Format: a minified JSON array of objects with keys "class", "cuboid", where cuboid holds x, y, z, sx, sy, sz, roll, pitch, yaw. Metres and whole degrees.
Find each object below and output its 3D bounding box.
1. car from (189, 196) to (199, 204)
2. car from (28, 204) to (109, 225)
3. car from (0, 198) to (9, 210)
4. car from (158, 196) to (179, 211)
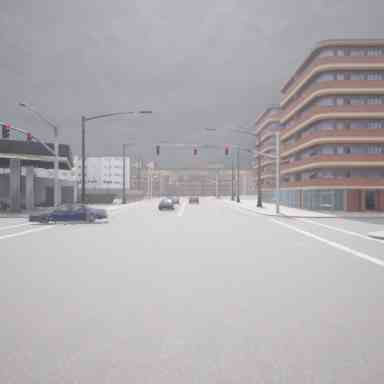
[{"class":"car","cuboid":[0.346,1.491,63.754,2.128,1.511,4.902,0,0,0]},{"class":"car","cuboid":[-8.734,1.547,23.972,5.357,1.411,2.033,0,0,-16]},{"class":"car","cuboid":[-23.943,1.456,39.446,3.806,1.475,1.970,0,0,1]},{"class":"car","cuboid":[-3.108,1.547,41.381,2.033,1.411,5.357,0,0,0]}]
